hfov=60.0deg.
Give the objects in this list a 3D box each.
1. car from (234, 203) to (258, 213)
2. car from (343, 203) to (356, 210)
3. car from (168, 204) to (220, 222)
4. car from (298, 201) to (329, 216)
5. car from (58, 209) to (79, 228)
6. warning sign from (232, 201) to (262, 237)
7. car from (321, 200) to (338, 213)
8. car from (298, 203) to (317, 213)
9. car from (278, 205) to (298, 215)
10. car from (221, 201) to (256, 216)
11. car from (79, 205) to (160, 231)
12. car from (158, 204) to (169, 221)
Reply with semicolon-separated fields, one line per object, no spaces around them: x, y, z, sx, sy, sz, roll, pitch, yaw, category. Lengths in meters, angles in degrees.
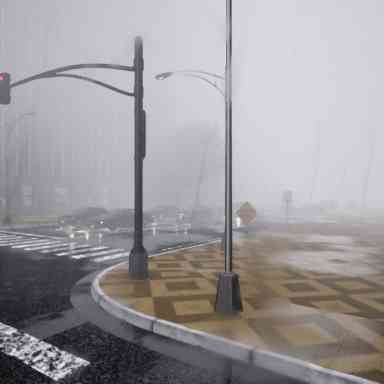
8.096;2.370;49.885;1.812;1.442;4.674;0;-1;32;car
31.285;2.837;65.825;1.812;1.442;4.674;0;-1;33;car
0.310;1.992;31.829;2.128;1.511;4.902;0;-1;33;car
16.241;2.343;44.374;2.128;1.511;4.902;0;-1;33;car
-7.822;1.844;25.153;1.812;1.442;4.674;0;-1;31;car
3.059;1.454;18.575;1.300;1.860;1.060;1;1;33;warning sign
21.758;2.254;53.066;2.150;2.045;5.566;0;-1;33;car
19.003;2.593;54.792;1.994;1.385;4.181;0;-1;33;car
13.571;2.450;46.225;1.895;1.301;4.718;0;-1;33;car
5.777;2.034;40.340;2.097;1.767;4.553;0;-1;33;car
-4.950;1.874;23.625;2.033;1.411;5.357;0;-1;33;car
-2.861;1.988;32.905;1.837;1.490;4.892;0;-1;33;car
